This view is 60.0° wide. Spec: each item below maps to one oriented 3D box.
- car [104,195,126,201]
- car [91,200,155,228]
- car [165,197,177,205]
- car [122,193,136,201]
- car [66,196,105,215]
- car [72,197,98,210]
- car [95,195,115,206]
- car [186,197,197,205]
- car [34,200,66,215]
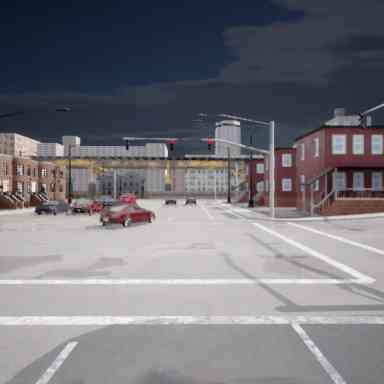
[{"bbox_3d":[-10.709,1.546,44.363,2.033,1.411,5.357,0,0,0],"label":"car"},{"bbox_3d":[-4.299,1.525,22.436,1.812,1.442,4.674,1,0,25],"label":"car"},{"bbox_3d":[-3.668,1.599,58.635,1.895,1.301,4.718,0,0,0],"label":"car"},{"bbox_3d":[-10.721,1.222,55.259,2.150,2.045,5.566,0,0,1],"label":"car"},{"bbox_3d":[-10.685,1.476,33.884,1.882,1.535,5.008,0,0,0],"label":"car"},{"bbox_3d":[-14.211,1.476,44.341,1.882,1.535,5.008,0,0,0],"label":"car"},{"bbox_3d":[-14.228,1.350,54.613,2.097,1.767,4.553,0,0,0],"label":"car"},{"bbox_3d":[-0.168,1.524,58.619,1.812,1.442,4.674,0,0,0],"label":"car"},{"bbox_3d":[-14.188,1.546,34.300,2.033,1.411,5.357,0,0,0],"label":"car"}]
